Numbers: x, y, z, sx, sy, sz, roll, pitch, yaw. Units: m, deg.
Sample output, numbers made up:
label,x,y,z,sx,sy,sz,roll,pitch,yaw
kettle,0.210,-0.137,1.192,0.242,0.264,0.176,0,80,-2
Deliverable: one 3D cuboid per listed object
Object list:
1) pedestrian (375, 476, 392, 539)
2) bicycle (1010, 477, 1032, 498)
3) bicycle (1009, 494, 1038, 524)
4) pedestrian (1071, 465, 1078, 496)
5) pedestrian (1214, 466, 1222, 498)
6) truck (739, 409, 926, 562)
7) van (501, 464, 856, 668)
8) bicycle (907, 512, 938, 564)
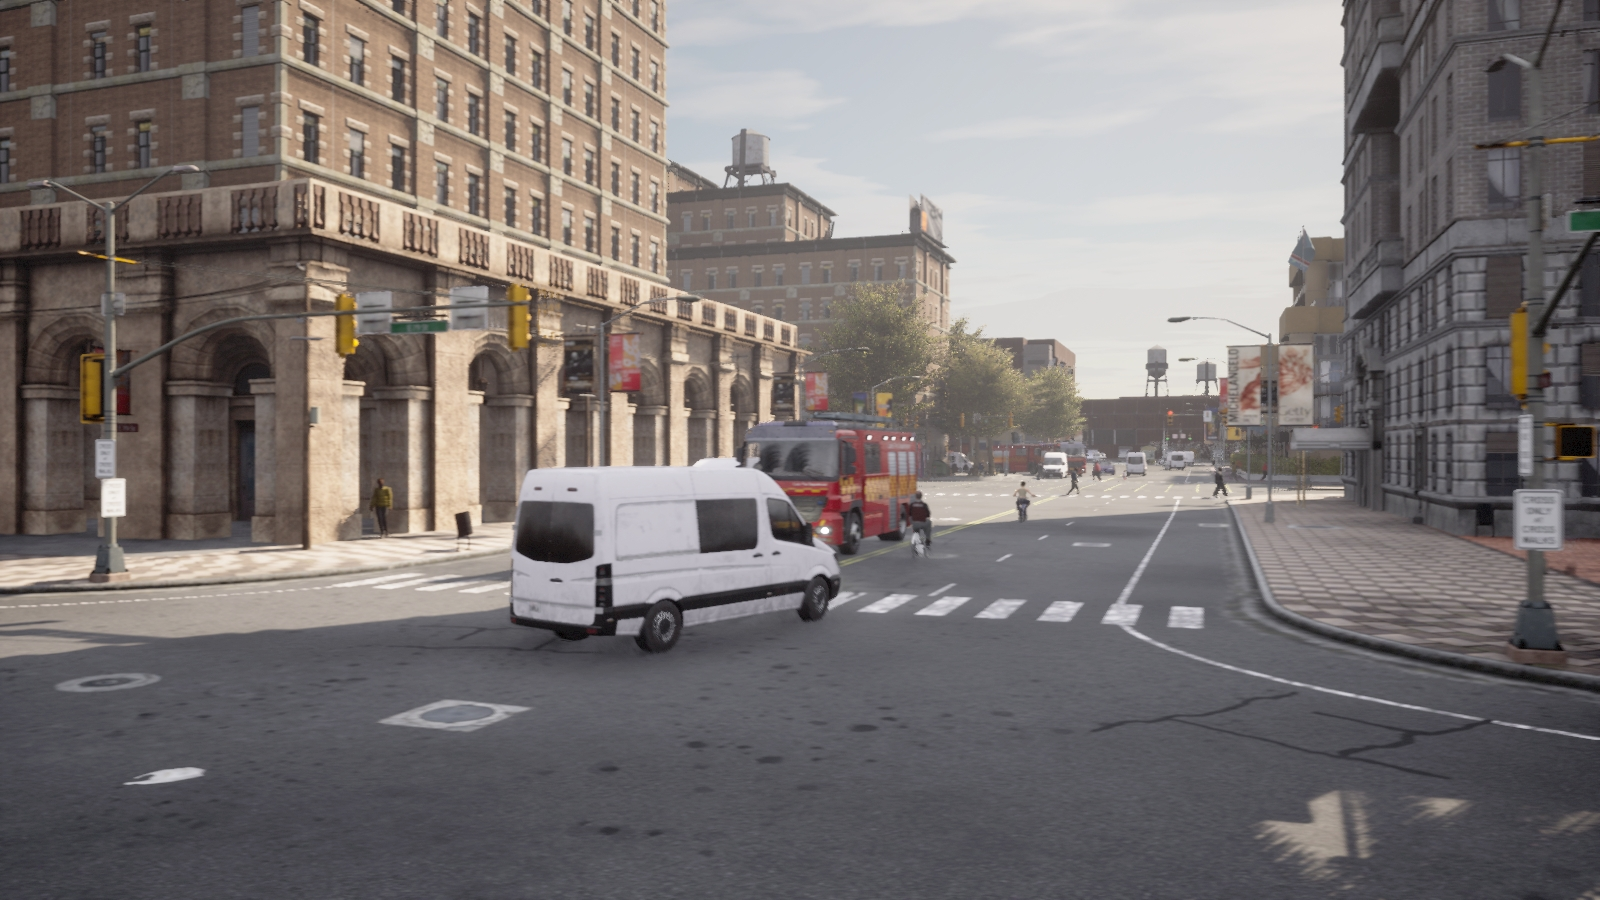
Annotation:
label,x,y,z,sx,sy,sz,roll,pitch,yaw
pedestrian,-12.381,1.694,33.950,0.375,1.860,0.375,0,0,0
bicycle,13.126,2.209,67.853,0.329,1.171,1.835,0,0,45
bicycle,8.610,2.255,44.038,0.859,1.080,1.487,0,0,20
pedestrian,16.642,1.847,69.254,0.375,1.860,0.375,0,0,19
pedestrian,24.053,1.848,65.712,0.375,1.860,0.375,0,0,8
truck,1.226,0.889,33.063,2.891,3.827,8.468,0,0,20
van,-1.616,1.534,17.760,1.988,2.561,5.915,0,0,37
bicycle,3.120,2.209,29.004,0.329,1.171,1.835,0,0,21
